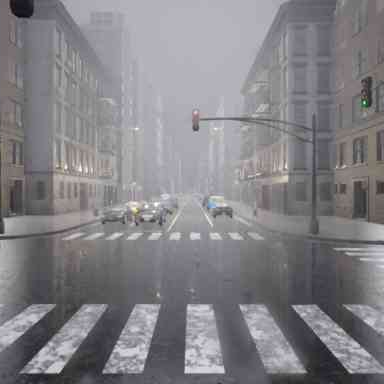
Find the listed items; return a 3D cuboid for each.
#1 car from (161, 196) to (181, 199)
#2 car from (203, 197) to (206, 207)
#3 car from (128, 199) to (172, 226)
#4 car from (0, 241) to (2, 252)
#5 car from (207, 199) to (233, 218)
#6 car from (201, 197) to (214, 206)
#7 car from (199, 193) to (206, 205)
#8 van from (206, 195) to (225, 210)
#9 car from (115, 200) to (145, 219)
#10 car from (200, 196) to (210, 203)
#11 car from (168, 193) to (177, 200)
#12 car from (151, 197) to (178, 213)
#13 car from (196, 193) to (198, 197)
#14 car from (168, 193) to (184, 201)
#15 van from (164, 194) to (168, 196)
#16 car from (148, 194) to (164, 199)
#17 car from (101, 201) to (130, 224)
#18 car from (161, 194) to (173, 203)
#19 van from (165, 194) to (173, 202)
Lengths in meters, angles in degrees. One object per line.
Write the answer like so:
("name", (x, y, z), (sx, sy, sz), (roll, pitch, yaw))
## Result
("car", (-2.837, 1.565, 44.124), (1.994, 1.385, 4.181), (0, 0, 1))
("car", (2.639, 1.584, 40.546), (1.802, 1.307, 4.206), (0, 0, 0))
("car", (-2.850, 1.492, 23.694), (2.128, 1.511, 4.902), (0, 0, 0))
("car", (-8.632, 1.451, 10.229), (4.902, 1.511, 2.128), (1, 0, -9))
("car", (2.637, 1.552, 29.734), (2.008, 1.369, 4.403), (0, 0, 0))
("car", (2.643, 1.569, 56.765), (1.947, 1.339, 4.313), (0, 0, 0))
("car", (2.642, 1.317, 51.359), (2.192, 1.841, 5.009), (0, 0, 0))
("van", (2.639, 1.342, 35.140), (1.690, 1.788, 3.998), (0, 0, 0))
("car", (-5.397, 1.526, 29.562), (1.752, 1.417, 4.829), (0, 0, 0))
("car", (2.645, 1.529, 67.746), (1.752, 1.417, 4.829), (0, 0, 0))
("car", (-5.461, 1.321, 94.607), (2.192, 1.841, 5.009), (0, 0, 0))
("car", (-2.846, 1.549, 34.103), (2.033, 1.411, 5.357), (0, 0, 0))
("car", (2.648, 1.550, 83.796), (1.887, 1.381, 4.507), (0, 0, 0))
("car", (-2.754, 1.135, 59.152), (1.882, 1.535, 5.008), (0, 0, 0))
("van", (-5.434, 1.345, 67.575), (1.690, 1.788, 3.998), (0, 0, 0))
("car", (-5.413, 1.442, 45.951), (1.967, 1.590, 4.097), (0, 0, 0))
("car", (-5.391, 1.552, 24.326), (2.008, 1.369, 4.403), (0, 0, 0))
("car", (-5.440, 1.319, 72.981), (2.192, 1.841, 5.009), (0, 0, 0))
("van", (-5.445, 1.346, 78.388), (1.690, 1.788, 3.998), (0, 0, 0))
